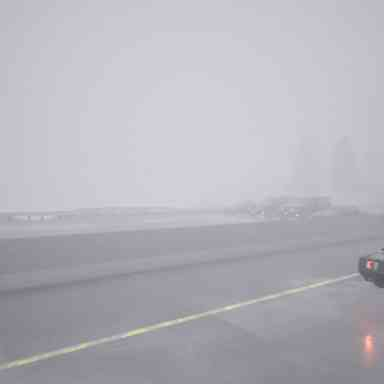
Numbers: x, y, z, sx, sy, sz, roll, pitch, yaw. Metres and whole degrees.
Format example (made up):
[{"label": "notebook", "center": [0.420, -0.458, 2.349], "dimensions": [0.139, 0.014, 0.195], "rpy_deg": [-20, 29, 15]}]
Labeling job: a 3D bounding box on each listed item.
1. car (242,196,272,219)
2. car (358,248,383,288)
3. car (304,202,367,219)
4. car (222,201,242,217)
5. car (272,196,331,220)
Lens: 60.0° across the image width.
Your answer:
[{"label": "car", "center": [7.652, 1.393, 30.948], "dimensions": [5.566, 2.045, 2.150], "rpy_deg": [1, -1, -36]}, {"label": "car", "center": [6.164, 1.666, 8.148], "dimensions": [4.718, 1.301, 1.895], "rpy_deg": [0, 0, -35]}, {"label": "car", "center": [11.017, 1.707, 24.750], "dimensions": [5.357, 1.411, 2.033], "rpy_deg": [0, 0, -35]}, {"label": "car", "center": [5.283, 1.645, 33.555], "dimensions": [5.008, 1.535, 1.882], "rpy_deg": [0, 0, -35]}, {"label": "car", "center": [9.721, 1.391, 28.123], "dimensions": [5.566, 2.045, 2.150], "rpy_deg": [1, -1, -36]}]
